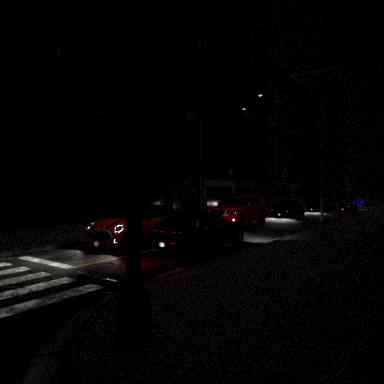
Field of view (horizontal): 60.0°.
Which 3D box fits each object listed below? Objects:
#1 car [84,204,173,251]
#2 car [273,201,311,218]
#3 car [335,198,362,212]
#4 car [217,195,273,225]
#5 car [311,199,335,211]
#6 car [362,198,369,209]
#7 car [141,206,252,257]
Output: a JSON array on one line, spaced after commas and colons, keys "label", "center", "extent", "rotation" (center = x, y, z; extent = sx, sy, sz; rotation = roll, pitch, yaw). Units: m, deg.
[{"label": "car", "center": [-2.306, 1.345, 14.213], "extent": [2.097, 1.767, 4.553], "rotation": [0, 0, 34]}, {"label": "car", "center": [8.964, 1.538, 30.591], "extent": [2.033, 1.411, 5.357], "rotation": [0, 0, 35]}, {"label": "car", "center": [17.831, 1.605, 38.348], "extent": [1.895, 1.301, 4.718], "rotation": [0, 0, 35]}, {"label": "car", "center": [3.139, 1.213, 22.156], "extent": [2.150, 2.045, 5.566], "rotation": [0, 0, 35]}, {"label": "car", "center": [14.733, 1.538, 38.882], "extent": [2.033, 1.411, 5.357], "rotation": [0, 0, 35]}, {"label": "car", "center": [23.574, 1.536, 46.750], "extent": [1.812, 1.442, 4.674], "rotation": [0, 0, 35]}, {"label": "car", "center": [0.373, 1.510, 13.129], "extent": [1.837, 1.490, 4.892], "rotation": [0, 0, 35]}]
